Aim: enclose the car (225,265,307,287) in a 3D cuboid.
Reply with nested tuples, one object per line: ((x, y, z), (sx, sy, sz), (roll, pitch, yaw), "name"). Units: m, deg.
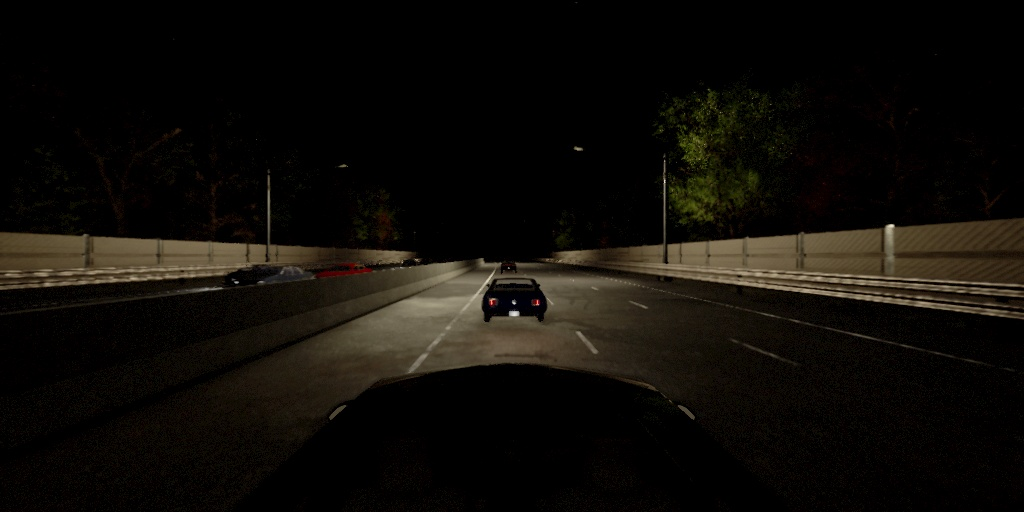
((-14.230, 1.306, 21.878), (2.033, 1.411, 5.357), (0, 0, -1), "car")

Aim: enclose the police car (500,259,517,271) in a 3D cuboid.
((-0.438, 1.192, 44.252), (1.930, 1.638, 5.238), (0, 0, -1), "police car")

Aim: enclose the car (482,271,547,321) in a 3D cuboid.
((0.055, 1.355, 12.424), (1.895, 1.301, 4.718), (0, 0, 0), "car")

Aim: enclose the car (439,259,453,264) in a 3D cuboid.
((-11.630, 1.250, 63.417), (1.882, 1.535, 5.008), (0, 0, -1), "car")

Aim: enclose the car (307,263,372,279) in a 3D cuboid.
((-10.749, 1.236, 23.181), (1.882, 1.535, 5.008), (0, 0, -1), "car")

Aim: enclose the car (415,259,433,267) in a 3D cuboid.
((-15.127, 1.277, 63.285), (1.837, 1.490, 4.892), (0, 0, -1), "car")

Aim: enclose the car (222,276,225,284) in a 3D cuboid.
((-17.772, 1.323, 24.912), (1.994, 1.385, 4.181), (0, 0, -1), "car")
